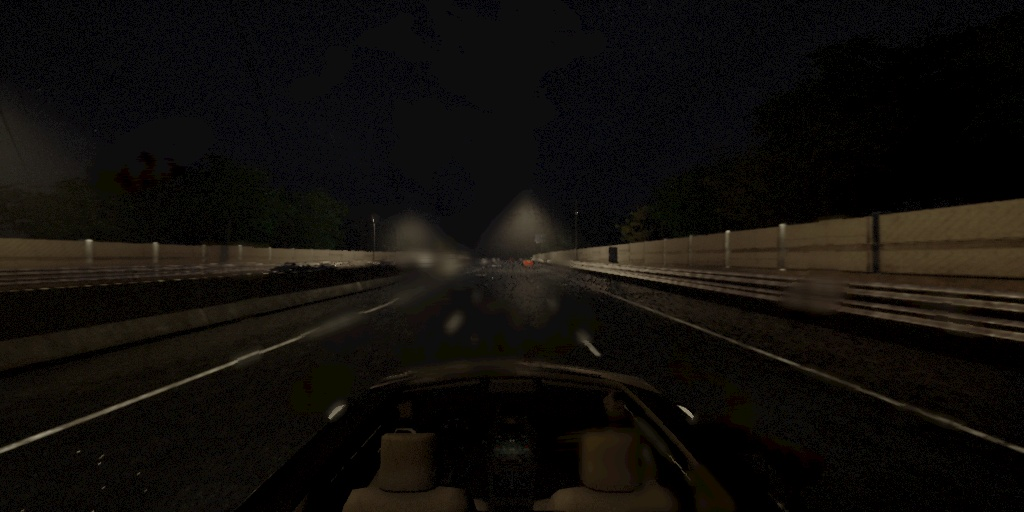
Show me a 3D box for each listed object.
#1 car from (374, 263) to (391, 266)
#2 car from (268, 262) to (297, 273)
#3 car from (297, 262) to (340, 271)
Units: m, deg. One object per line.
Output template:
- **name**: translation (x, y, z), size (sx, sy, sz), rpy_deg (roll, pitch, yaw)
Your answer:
- **car**: translation (-14.069, 1.421, 39.377), size (1.994, 1.385, 4.181), rpy_deg (0, 0, 0)
- **car**: translation (-21.085, 1.334, 34.339), size (2.128, 1.511, 4.902), rpy_deg (0, 0, 0)
- **car**: translation (-17.584, 1.406, 33.420), size (1.994, 1.385, 4.181), rpy_deg (0, 0, 0)
